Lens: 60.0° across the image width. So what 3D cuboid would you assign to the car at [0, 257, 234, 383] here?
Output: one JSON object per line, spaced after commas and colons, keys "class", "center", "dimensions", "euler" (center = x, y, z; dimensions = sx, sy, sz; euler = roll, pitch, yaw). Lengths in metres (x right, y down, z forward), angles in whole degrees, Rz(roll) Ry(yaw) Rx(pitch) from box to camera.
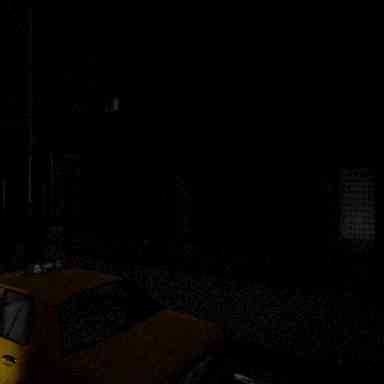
{"class": "car", "center": [-1.916, 1.488, 4.031], "dimensions": [4.829, 1.417, 1.752], "euler": [0, 1, 33]}
